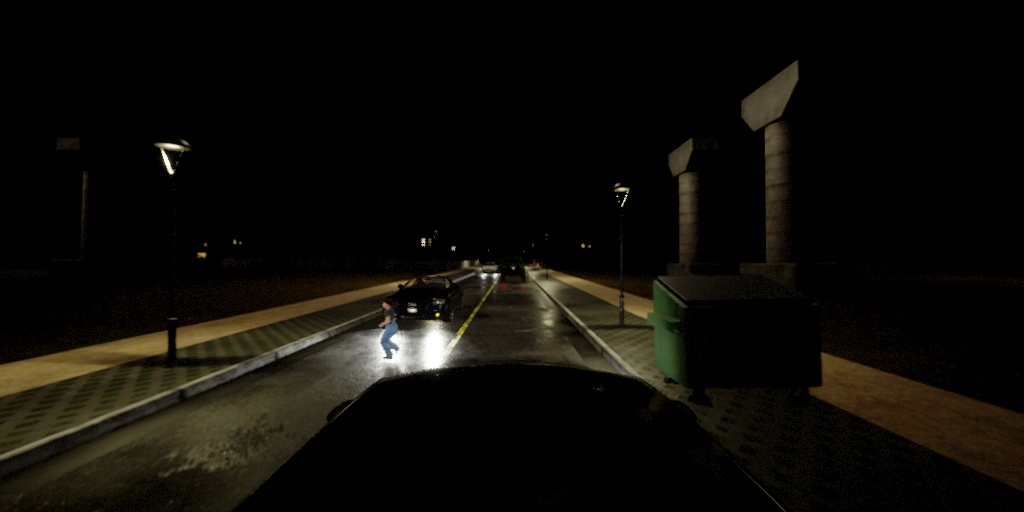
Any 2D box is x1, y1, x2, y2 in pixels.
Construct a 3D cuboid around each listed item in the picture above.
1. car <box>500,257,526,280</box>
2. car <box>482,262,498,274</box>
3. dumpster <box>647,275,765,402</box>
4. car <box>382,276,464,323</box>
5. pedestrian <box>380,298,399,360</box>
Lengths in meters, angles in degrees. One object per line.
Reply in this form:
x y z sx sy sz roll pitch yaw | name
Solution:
0.107 1.157 33.355 2.150 2.045 5.566 0 0 0 | car
-2.816 1.529 46.145 1.812 1.442 4.674 0 0 0 | car
3.012 1.171 6.014 1.020 1.700 1.940 0 0 0 | dumpster
-2.843 1.375 12.252 1.994 1.385 4.181 0 0 0 | car
-2.358 1.356 7.051 0.375 1.300 0.375 1 -1 0 | pedestrian
